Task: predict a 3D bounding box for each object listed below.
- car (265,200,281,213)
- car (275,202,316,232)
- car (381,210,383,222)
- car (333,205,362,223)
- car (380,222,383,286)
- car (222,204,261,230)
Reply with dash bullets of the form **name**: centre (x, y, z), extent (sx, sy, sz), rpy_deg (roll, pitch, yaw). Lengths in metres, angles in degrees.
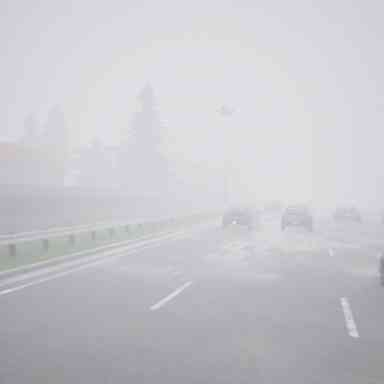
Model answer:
- **car**: centre (9.824, 1.696, 39.444), extent (1.882, 1.535, 5.008), rpy_deg (1, 0, 20)
- **car**: centre (6.899, 1.629, 21.576), extent (2.128, 1.511, 4.902), rpy_deg (1, 0, 20)
- **car**: centre (15.815, 1.782, 25.458), extent (1.812, 1.442, 4.674), rpy_deg (1, 0, 20)
- **car**: centre (13.048, 1.793, 28.055), extent (1.994, 1.385, 4.181), rpy_deg (1, 0, 20)
- **car**: centre (4.986, 1.600, 6.425), extent (1.812, 1.442, 4.674), rpy_deg (1, 0, 20)
- **car**: centre (3.381, 1.601, 22.158), extent (1.837, 1.490, 4.892), rpy_deg (1, 0, 20)
